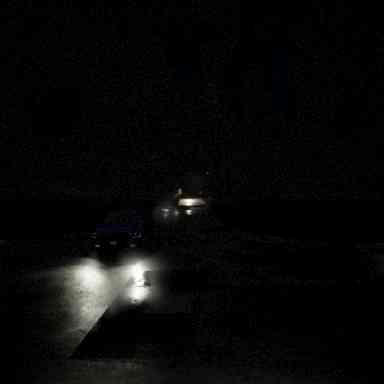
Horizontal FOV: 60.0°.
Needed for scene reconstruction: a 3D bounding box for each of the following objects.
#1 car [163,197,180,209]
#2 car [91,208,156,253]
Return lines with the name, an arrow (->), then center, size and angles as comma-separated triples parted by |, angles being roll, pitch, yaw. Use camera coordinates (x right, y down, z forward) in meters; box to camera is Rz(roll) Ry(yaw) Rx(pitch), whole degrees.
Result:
car -> -2.418, 1.260, 40.016 | 2.033, 1.411, 5.357 | 0, 1, 0
car -> -2.638, 1.442, 13.749 | 1.882, 1.535, 5.008 | 0, 0, 0
